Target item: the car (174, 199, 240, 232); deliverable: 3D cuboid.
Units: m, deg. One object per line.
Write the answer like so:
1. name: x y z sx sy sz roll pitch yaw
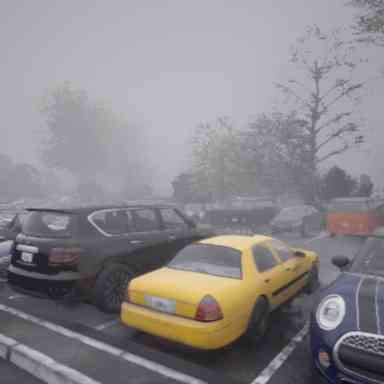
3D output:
1. car: 1.091 1.396 21.621 2.185 1.767 4.553 0 0 35

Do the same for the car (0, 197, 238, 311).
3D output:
1. car: -1.354 1.237 8.036 2.435 2.045 5.566 0 0 35

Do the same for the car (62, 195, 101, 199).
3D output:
1. car: -10.456 1.273 29.775 2.435 2.045 5.566 1 0 35

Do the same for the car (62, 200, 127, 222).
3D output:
1. car: -8.129 1.554 28.161 2.097 1.535 5.008 1 1 35

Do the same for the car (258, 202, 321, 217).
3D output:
1. car: 5.829 1.489 18.324 2.231 1.521 4.892 0 0 35

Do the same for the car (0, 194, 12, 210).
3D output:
1. car: -24.199 1.201 39.469 2.185 1.767 4.553 1 0 35

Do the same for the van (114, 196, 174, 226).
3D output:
1. van: -3.473 1.328 24.735 1.878 1.987 4.442 0 0 35

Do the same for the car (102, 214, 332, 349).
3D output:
1. car: 1.047 1.469 6.534 1.946 1.575 5.366 0 0 35

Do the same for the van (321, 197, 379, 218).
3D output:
1. van: 8.200 1.246 16.785 1.878 1.987 4.442 0 0 35

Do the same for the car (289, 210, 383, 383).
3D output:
1. car: 3.267 1.330 4.780 2.185 1.767 4.553 0 0 35

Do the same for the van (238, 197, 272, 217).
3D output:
1. van: 3.584 1.279 20.044 1.878 1.987 4.442 0 0 35

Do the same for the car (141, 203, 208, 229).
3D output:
1. car: -1.076 1.567 23.228 2.163 1.488 4.792 -1 0 35

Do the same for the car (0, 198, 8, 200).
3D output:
1. car: -17.257 1.427 34.617 2.231 1.521 4.892 1 0 35
